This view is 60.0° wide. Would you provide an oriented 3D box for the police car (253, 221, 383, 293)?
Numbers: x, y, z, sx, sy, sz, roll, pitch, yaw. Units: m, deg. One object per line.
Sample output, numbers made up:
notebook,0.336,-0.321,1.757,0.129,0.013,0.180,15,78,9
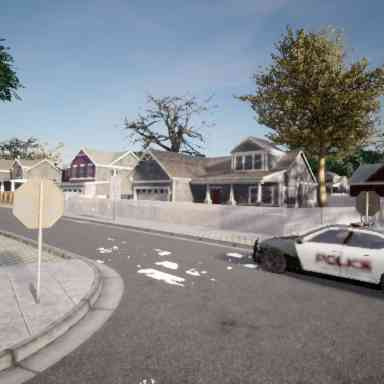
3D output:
police car,3.896,1.536,8.468,2.038,1.542,4.974,2,-1,-43
